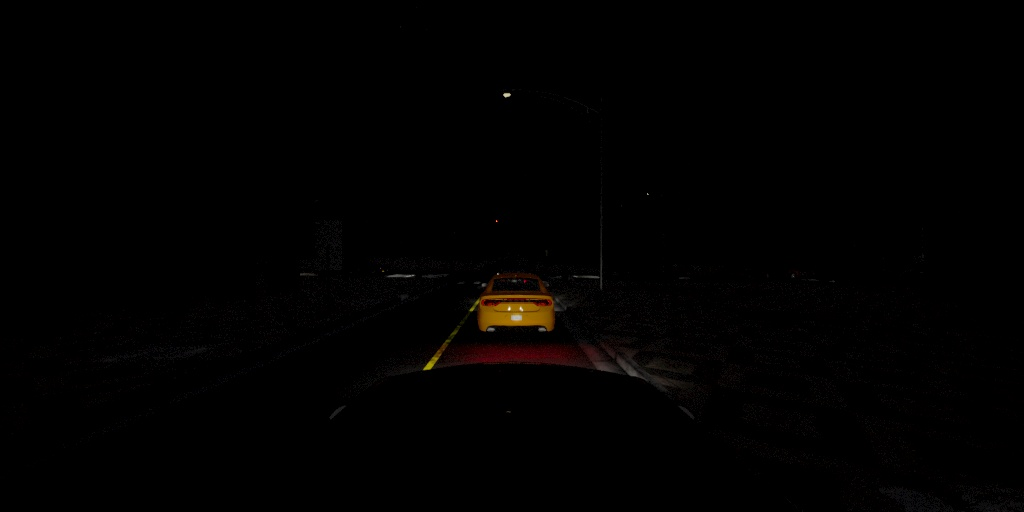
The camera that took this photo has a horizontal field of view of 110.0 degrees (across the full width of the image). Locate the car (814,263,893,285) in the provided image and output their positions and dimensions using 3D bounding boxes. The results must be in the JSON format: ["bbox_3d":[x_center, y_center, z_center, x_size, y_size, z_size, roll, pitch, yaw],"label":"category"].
[{"bbox_3d":[29.075,1.538,31.018,5.009,1.841,2.192,0,0,0],"label":"car"}]

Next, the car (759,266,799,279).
[{"bbox_3d":[29.090,1.763,39.544,4.507,1.381,1.888,0,0,0],"label":"car"}]

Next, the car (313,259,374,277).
[{"bbox_3d":[-14.762,1.114,30.957,4.403,1.370,2.007,0,0,0],"label":"car"}]

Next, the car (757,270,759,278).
[{"bbox_3d":[22.176,1.709,36.881,4.718,1.301,1.895,1,0,0],"label":"car"}]

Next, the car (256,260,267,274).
[{"bbox_3d":[-24.448,0.992,33.724,4.181,1.385,1.994,1,0,0],"label":"car"}]

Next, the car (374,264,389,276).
[{"bbox_3d":[-14.138,1.077,33.704,4.892,1.490,1.837,1,0,-1],"label":"car"}]

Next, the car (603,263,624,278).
[{"bbox_3d":[11.905,1.454,36.890,4.892,1.490,1.837,1,0,0],"label":"car"}]

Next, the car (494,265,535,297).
[{"bbox_3d":[0.113,1.296,20.306,2.033,1.411,5.357,0,0,0],"label":"car"}]

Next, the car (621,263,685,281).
[{"bbox_3d":[12.146,1.522,31.032,4.313,1.339,1.948,0,0,0],"label":"car"}]

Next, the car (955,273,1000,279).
[{"bbox_3d":[40.369,1.993,31.009,4.207,1.307,1.802,0,0,0],"label":"car"}]

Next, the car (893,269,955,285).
[{"bbox_3d":[34.719,1.862,31.014,4.507,1.381,1.888,0,0,0],"label":"car"}]

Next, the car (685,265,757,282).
[{"bbox_3d":[17.958,1.569,31.027,4.829,1.417,1.751,0,0,0],"label":"car"}]

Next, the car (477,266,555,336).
[{"bbox_3d":[0.104,1.227,10.479,1.882,1.535,5.008,0,0,0],"label":"car"}]
